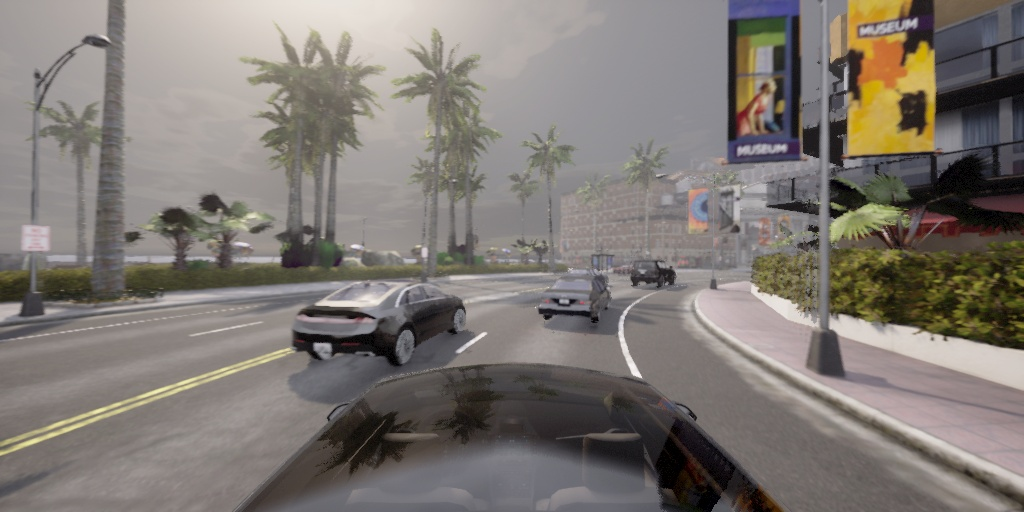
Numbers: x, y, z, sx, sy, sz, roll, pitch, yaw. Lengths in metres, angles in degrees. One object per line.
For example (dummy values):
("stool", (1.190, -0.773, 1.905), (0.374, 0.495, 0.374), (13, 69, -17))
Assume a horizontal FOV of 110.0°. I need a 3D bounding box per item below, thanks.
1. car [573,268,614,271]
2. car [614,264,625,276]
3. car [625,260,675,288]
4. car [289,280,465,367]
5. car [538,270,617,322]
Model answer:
("car", (5.307, 1.569, 25.908), (2.033, 1.411, 5.357), (0, -1, 33))
("car", (15.238, 1.786, 47.221), (5.008, 1.535, 1.882), (1, -1, -38))
("car", (11.001, 1.314, 27.874), (2.150, 2.045, 5.566), (0, -1, 37))
("car", (-2.548, 1.278, 8.124), (2.128, 1.511, 4.902), (0, 0, 12))
("car", (2.428, 1.424, 13.002), (2.033, 1.411, 5.357), (0, -1, 20))
